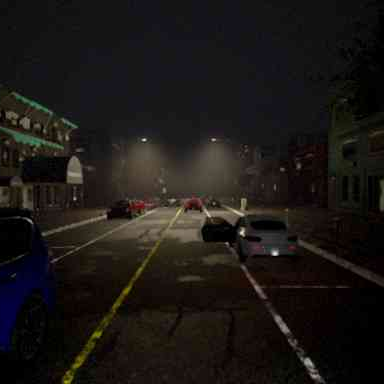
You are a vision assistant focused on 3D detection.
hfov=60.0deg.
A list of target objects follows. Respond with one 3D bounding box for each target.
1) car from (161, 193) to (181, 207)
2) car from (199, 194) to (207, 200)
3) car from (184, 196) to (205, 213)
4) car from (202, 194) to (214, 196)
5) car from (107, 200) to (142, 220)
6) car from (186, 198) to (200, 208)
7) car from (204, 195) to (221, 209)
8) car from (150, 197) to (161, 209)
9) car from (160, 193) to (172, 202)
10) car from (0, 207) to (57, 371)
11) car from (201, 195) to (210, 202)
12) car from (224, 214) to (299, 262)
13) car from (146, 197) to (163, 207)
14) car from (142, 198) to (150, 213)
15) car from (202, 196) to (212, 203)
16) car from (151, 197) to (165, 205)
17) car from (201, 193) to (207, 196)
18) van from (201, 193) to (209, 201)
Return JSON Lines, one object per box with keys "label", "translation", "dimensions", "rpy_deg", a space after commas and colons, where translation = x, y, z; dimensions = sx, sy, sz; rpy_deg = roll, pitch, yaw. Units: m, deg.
{"label": "car", "translation": [-2.873, 1.126, 49.514], "dimensions": [2.150, 2.045, 5.566], "rpy_deg": [0, 0, 0]}
{"label": "car", "translation": [2.917, 1.342, 88.392], "dimensions": [1.752, 1.417, 4.829], "rpy_deg": [-1, 0, 0]}
{"label": "car", "translation": [0.147, 1.452, 36.093], "dimensions": [1.812, 1.442, 4.674], "rpy_deg": [0, 0, 1]}
{"label": "car", "translation": [2.817, 1.424, 49.553], "dimensions": [1.752, 1.417, 4.829], "rpy_deg": [-1, 0, 0]}
{"label": "car", "translation": [-5.624, 1.384, 27.210], "dimensions": [1.967, 1.590, 4.097], "rpy_deg": [-1, 0, 0]}
{"label": "car", "translation": [0.125, 1.503, 47.632], "dimensions": [1.895, 1.301, 4.718], "rpy_deg": [0, 0, 1]}
{"label": "car", "translation": [2.801, 1.476, 43.836], "dimensions": [1.947, 1.339, 4.313], "rpy_deg": [-1, 0, 0]}
{"label": "car", "translation": [-5.579, 1.491, 43.855], "dimensions": [1.802, 1.307, 4.206], "rpy_deg": [-1, 0, 0]}
{"label": "car", "translation": [-5.509, 1.166, 71.596], "dimensions": [2.192, 1.841, 5.009], "rpy_deg": [-1, 0, 0]}
{"label": "car", "translation": [-3.095, 1.215, 2.748], "dimensions": [2.150, 2.045, 5.566], "rpy_deg": [0, 0, 0]}
{"label": "car", "translation": [2.874, 1.377, 71.747], "dimensions": [1.752, 1.417, 4.829], "rpy_deg": [-1, 0, 0]}
{"label": "car", "translation": [2.381, 1.502, 11.825], "dimensions": [1.812, 1.442, 4.674], "rpy_deg": [0, 0, 0]}
{"label": "car", "translation": [-5.566, 1.448, 49.403], "dimensions": [2.008, 1.369, 4.403], "rpy_deg": [-1, 0, 0]}
{"label": "car", "translation": [-5.608, 1.477, 32.759], "dimensions": [1.887, 1.381, 4.507], "rpy_deg": [-1, 0, 0]}
{"label": "car", "translation": [2.859, 1.446, 66.029], "dimensions": [1.802, 1.307, 4.206], "rpy_deg": [-1, 0, 0]}
{"label": "car", "translation": [-5.550, 1.468, 54.952], "dimensions": [1.802, 1.307, 4.206], "rpy_deg": [-1, 0, 0]}
{"label": "car", "translation": [2.828, 1.203, 54.932], "dimensions": [2.192, 1.841, 5.009], "rpy_deg": [-1, 0, 0]}
{"label": "van", "translation": [2.885, 1.182, 77.125], "dimensions": [1.690, 1.788, 3.998], "rpy_deg": [-1, 0, 0]}
